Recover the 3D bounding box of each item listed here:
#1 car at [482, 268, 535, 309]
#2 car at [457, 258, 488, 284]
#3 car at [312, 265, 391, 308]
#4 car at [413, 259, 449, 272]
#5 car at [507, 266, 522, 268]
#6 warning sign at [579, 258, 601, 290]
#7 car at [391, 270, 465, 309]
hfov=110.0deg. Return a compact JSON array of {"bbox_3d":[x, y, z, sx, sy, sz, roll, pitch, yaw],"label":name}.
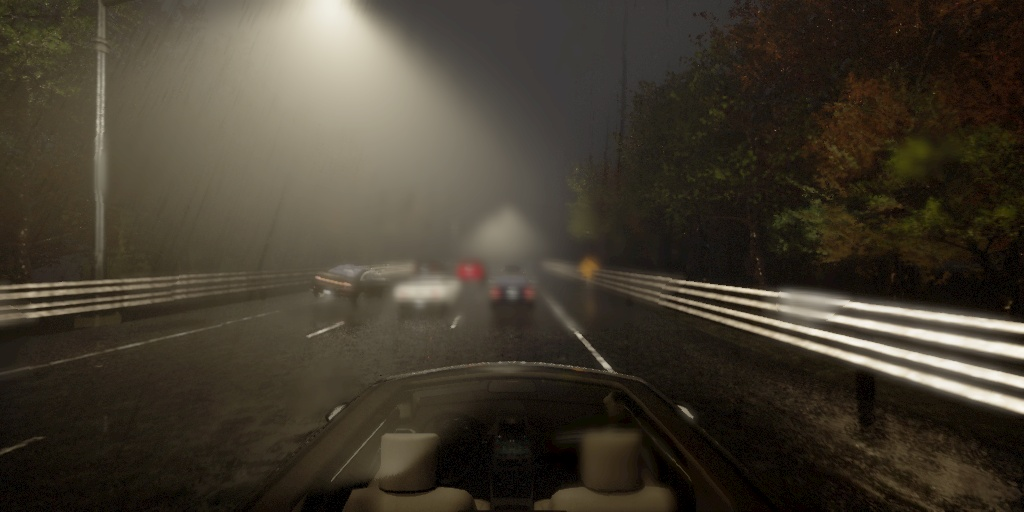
[{"bbox_3d":[0.036,1.428,15.650,2.033,1.411,5.357,0,0,0],"label":"car"},{"bbox_3d":[-3.300,1.230,30.639,2.150,2.045,5.566,0,0,1],"label":"car"},{"bbox_3d":[-6.847,1.220,15.999,2.128,1.511,4.902,13,0,1],"label":"car"},{"bbox_3d":[-6.800,1.232,30.695,2.150,2.045,5.566,0,0,1],"label":"car"},{"bbox_3d":[0.200,1.559,30.576,2.033,1.411,5.357,0,0,1],"label":"car"},{"bbox_3d":[4.631,1.043,21.137,1.300,1.860,1.060,0,0,1],"label":"warning sign"},{"bbox_3d":[-3.461,1.483,15.789,1.895,1.301,4.718,0,0,0],"label":"car"}]
